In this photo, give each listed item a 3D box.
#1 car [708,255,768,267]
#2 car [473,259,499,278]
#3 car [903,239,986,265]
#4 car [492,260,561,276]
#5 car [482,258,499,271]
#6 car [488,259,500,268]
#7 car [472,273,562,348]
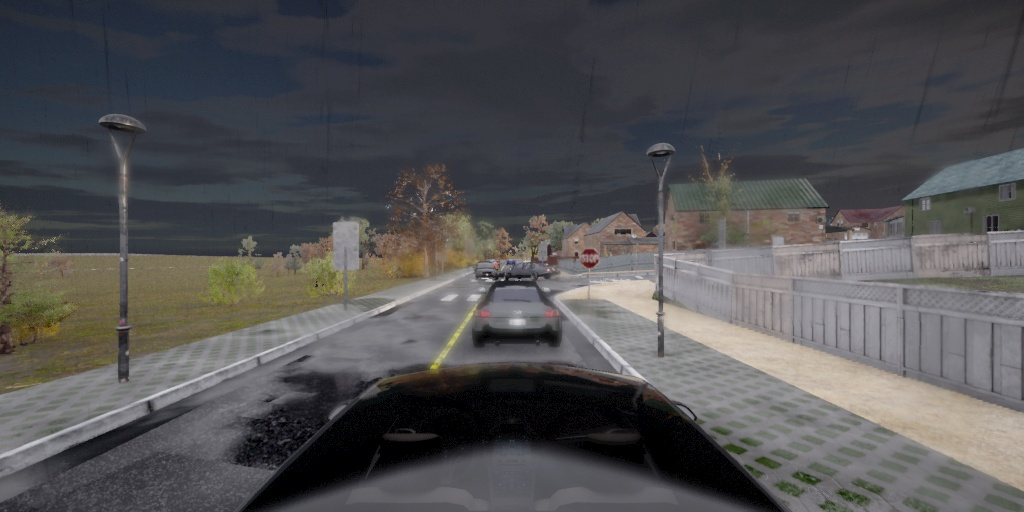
[{"bbox_3d":[14.329,0.413,22.714,4.181,1.385,1.994,-3,0,16],"label":"car"},{"bbox_3d":[-2.334,1.258,31.201,1.837,1.490,4.892,0,0,-8],"label":"car"},{"bbox_3d":[23.836,-0.208,20.318,4.902,1.511,2.128,-3,0,14],"label":"car"},{"bbox_3d":[1.262,1.198,28.300,5.357,1.411,2.033,-4,-3,43],"label":"car"},{"bbox_3d":[-2.986,1.121,51.017,2.097,1.767,4.553,0,0,0],"label":"car"},{"bbox_3d":[-3.000,1.256,61.054,1.882,1.535,5.008,0,0,0],"label":"car"},{"bbox_3d":[0.081,1.313,9.282,1.994,1.385,4.181,0,0,-1],"label":"car"}]
